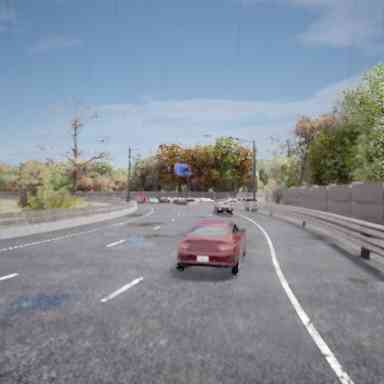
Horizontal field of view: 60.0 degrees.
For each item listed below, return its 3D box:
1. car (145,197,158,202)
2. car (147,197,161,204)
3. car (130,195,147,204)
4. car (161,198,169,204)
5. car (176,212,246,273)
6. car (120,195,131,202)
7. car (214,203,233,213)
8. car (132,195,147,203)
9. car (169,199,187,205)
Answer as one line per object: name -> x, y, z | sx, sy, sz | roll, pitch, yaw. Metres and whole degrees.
car -> -11.295, 2.151, 92.924 | 1.812, 1.442, 4.674 | 1, -1, -31
car -> -9.995, 2.265, 82.781 | 1.895, 1.301, 4.718 | 1, -1, -27
car -> -13.436, 2.181, 81.854 | 1.994, 1.385, 4.181 | 1, -1, -27
car -> -7.174, 2.230, 84.972 | 2.128, 1.511, 4.902 | 1, -1, -27
car -> 0.772, 1.633, 11.059 | 1.812, 1.442, 4.674 | 1, 0, 12
car -> -17.613, 1.810, 89.872 | 2.150, 2.045, 5.566 | 1, -1, -31
car -> 3.664, 1.993, 39.972 | 1.895, 1.301, 4.718 | 0, -1, -2
car -> -14.356, 1.814, 91.233 | 2.150, 2.045, 5.566 | 1, -1, -31
car -> -2.790, 2.192, 74.357 | 2.033, 1.411, 5.357 | 1, -1, -21
